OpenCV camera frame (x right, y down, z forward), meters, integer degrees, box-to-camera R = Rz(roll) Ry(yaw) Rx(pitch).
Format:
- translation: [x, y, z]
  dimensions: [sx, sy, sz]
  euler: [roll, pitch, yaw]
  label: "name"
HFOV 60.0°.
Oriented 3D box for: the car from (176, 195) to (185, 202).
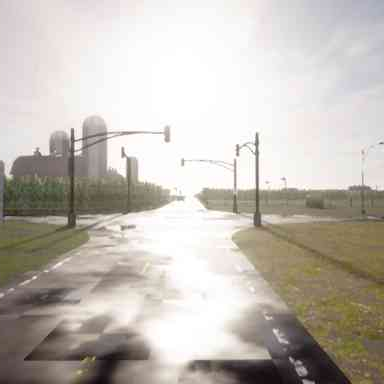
- translation: [-2.733, 1.600, 82.369]
  dimensions: [1.837, 1.490, 4.892]
  euler: [0, 0, 0]
  label: "car"
